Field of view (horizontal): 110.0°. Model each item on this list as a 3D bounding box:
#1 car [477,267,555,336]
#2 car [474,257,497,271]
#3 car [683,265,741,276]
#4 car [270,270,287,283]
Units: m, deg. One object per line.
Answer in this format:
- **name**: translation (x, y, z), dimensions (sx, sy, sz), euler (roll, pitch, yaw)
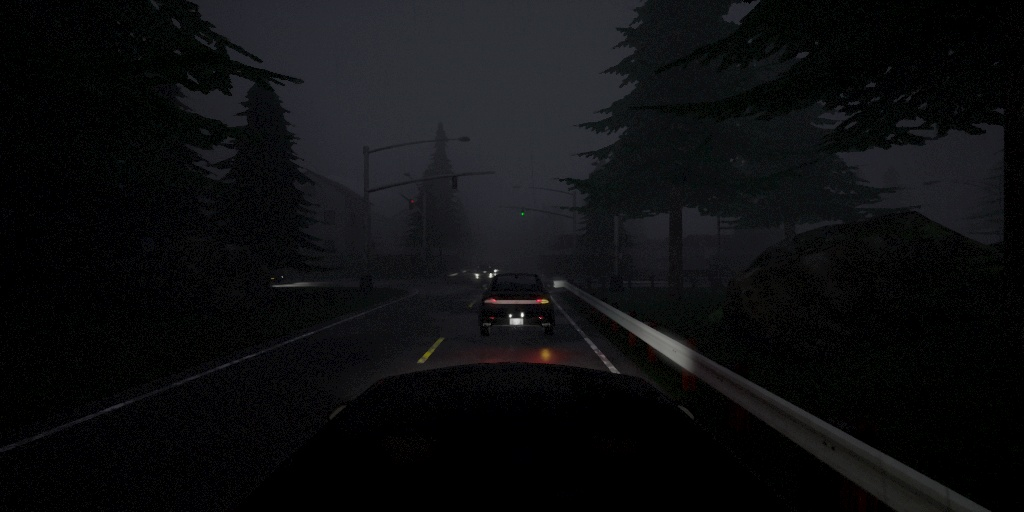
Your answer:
- **car**: translation (0.134, 1.241, 10.382), dimensions (2.128, 1.511, 4.902), euler (0, 0, 1)
- **car**: translation (-3.223, 1.227, 44.057), dimensions (1.882, 1.535, 5.008), euler (0, 0, 1)
- **car**: translation (15.550, 1.335, 28.438), dimensions (4.718, 1.301, 1.895), euler (0, 0, 1)
- **car**: translation (-18.604, 1.239, 25.308), dimensions (4.892, 1.490, 1.837), euler (0, 0, 1)
